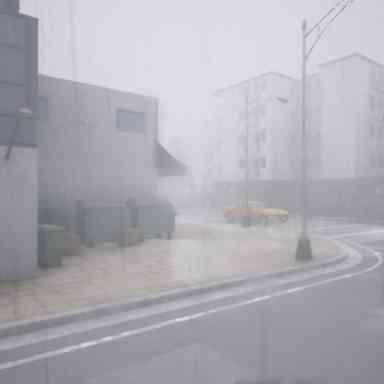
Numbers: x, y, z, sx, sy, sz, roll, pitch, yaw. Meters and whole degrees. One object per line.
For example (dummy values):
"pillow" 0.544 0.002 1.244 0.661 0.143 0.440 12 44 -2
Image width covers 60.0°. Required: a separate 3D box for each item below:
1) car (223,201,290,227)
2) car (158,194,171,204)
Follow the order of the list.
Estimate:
"car" 4.188 1.360 22.270 1.882 1.535 5.008 0 0 -35
"car" -4.268 1.103 33.774 2.150 2.045 5.566 0 0 -37
